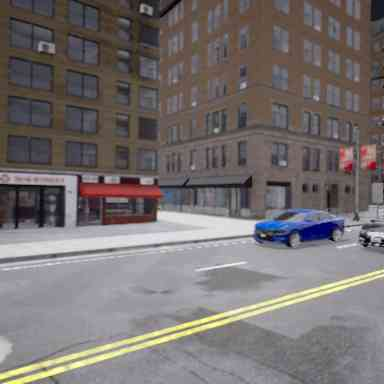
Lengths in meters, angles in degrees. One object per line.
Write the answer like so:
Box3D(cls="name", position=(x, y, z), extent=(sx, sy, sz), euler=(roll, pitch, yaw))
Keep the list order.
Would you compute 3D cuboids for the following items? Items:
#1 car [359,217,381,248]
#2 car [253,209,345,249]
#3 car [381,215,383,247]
Box3D(cls="car", position=(9.000, 1.576, 14.094), extent=(4.902, 1.511, 2.128), euler=(0, 0, -35))
Box3D(cls="car", position=(4.975, 1.547, 15.217), extent=(5.008, 1.535, 1.882), euler=(0, 0, -35))
Box3D(cls="car", position=(7.086, 1.409, 8.512), extent=(4.553, 1.767, 2.097), euler=(0, 0, -36))
